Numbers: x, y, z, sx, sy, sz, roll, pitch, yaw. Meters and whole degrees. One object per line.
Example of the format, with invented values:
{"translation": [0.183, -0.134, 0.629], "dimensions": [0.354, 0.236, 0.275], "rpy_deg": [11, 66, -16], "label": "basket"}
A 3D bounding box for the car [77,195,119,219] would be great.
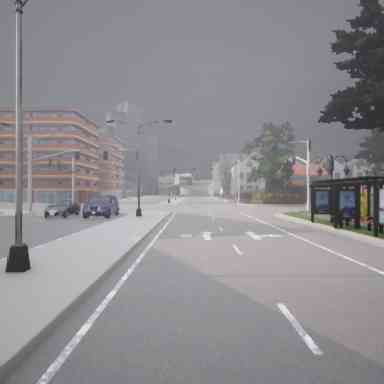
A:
{"translation": [-8.000, 1.325, 29.720], "dimensions": [2.150, 2.045, 5.566], "rpy_deg": [0, 0, 0], "label": "car"}

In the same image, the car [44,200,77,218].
{"translation": [-11.500, 1.519, 29.750], "dimensions": [2.128, 1.511, 4.902], "rpy_deg": [0, 0, 0], "label": "car"}
